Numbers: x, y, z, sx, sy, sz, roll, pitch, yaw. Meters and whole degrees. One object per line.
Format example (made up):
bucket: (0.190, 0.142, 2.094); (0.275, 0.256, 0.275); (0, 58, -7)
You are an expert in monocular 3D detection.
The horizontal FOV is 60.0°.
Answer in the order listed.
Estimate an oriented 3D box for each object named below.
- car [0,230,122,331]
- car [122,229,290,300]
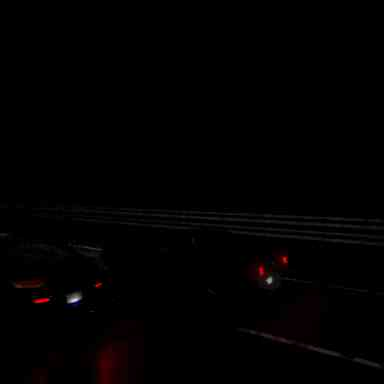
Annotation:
car: (-3.759, 1.508, 6.668); (4.674, 1.442, 1.812); (0, 0, 35)
car: (-0.133, 1.588, 8.382); (4.718, 1.301, 1.895); (0, 0, 35)
